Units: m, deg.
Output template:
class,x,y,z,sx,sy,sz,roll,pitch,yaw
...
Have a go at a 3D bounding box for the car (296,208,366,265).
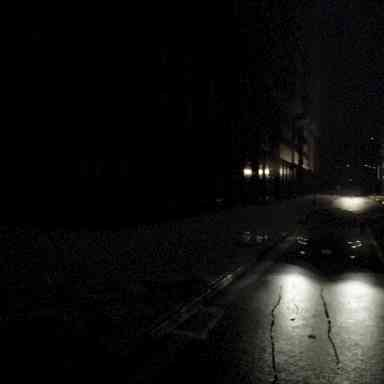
class,x,y,z,sx,sy,sz,roll,pitch,yaw
car,4.842,1.330,11.537,1.882,1.535,5.008,1,2,26
